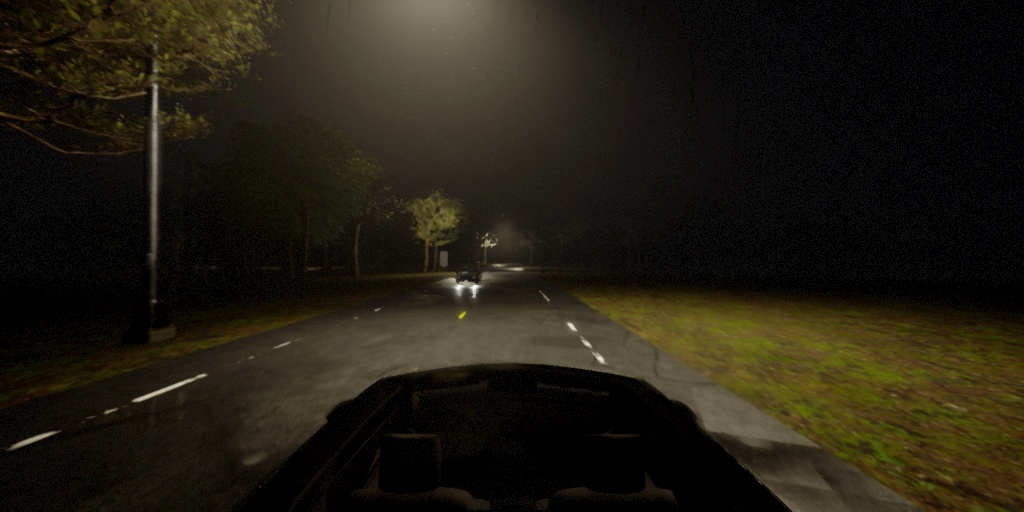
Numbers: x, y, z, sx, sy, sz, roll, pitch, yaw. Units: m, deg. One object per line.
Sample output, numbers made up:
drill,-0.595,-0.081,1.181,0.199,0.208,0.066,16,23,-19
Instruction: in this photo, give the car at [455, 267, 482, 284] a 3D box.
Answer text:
car,-3.602,1.617,30.749,2.033,1.411,5.357,0,-1,0
